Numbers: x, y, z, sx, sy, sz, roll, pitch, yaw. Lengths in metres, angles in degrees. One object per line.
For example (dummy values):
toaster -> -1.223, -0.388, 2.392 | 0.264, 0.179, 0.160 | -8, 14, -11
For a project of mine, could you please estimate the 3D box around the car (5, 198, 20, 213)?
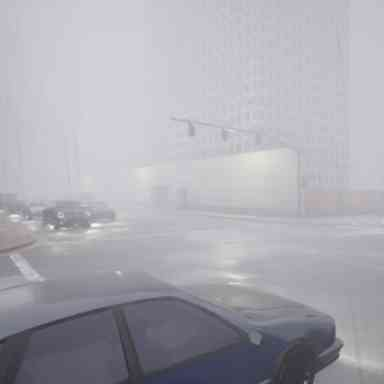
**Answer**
car -> -19.120, 1.606, 36.862 | 1.895, 1.301, 4.718 | 0, 0, -35

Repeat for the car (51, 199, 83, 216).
car -> -12.942, 1.520, 34.203 | 1.837, 1.490, 4.892 | 0, 0, -35

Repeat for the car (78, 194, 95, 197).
car -> -16.821, 1.275, 52.100 | 2.150, 2.045, 5.566 | 0, 0, -35

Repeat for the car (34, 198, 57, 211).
car -> -18.719, 1.548, 42.360 | 1.812, 1.442, 4.674 | 0, 0, -35

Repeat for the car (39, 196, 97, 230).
car -> -8.028, 1.344, 21.240 | 2.097, 1.767, 4.553 | 0, 0, -35

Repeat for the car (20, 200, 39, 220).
car -> -13.217, 1.524, 28.542 | 1.812, 1.442, 4.674 | 0, 0, -35

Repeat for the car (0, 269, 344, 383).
car -> -0.791, 1.543, 3.191 | 5.357, 1.411, 2.033 | 0, 0, -35

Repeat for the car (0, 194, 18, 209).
car -> -25.273, 1.234, 45.599 | 2.150, 2.045, 5.566 | 0, 0, -35

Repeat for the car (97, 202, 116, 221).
car -> -7.710, 1.535, 26.833 | 1.812, 1.442, 4.674 | 0, 0, -35
